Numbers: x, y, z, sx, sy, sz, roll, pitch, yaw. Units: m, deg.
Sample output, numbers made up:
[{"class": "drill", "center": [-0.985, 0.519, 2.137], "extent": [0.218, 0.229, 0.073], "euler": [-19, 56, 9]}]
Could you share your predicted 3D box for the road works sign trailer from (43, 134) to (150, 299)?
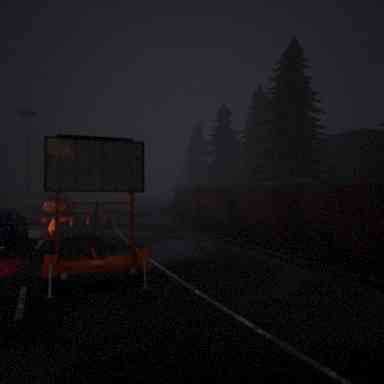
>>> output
[{"class": "road works sign trailer", "center": [-2.457, 0.396, 8.492], "extent": [2.380, 3.560, 2.880], "euler": [0, 0, -20]}]

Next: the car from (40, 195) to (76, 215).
[{"class": "car", "center": [-11.967, 1.078, 30.297], "extent": [2.097, 1.767, 4.553], "euler": [0, 0, -9]}]

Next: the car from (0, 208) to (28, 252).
[{"class": "car", "center": [-7.559, 1.340, 12.839], "extent": [1.882, 1.535, 5.008], "euler": [0, 0, -21]}]

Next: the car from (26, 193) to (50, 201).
[{"class": "car", "center": [-29.082, 0.887, 63.036], "extent": [1.837, 1.490, 4.892], "euler": [1, 0, 9]}]
